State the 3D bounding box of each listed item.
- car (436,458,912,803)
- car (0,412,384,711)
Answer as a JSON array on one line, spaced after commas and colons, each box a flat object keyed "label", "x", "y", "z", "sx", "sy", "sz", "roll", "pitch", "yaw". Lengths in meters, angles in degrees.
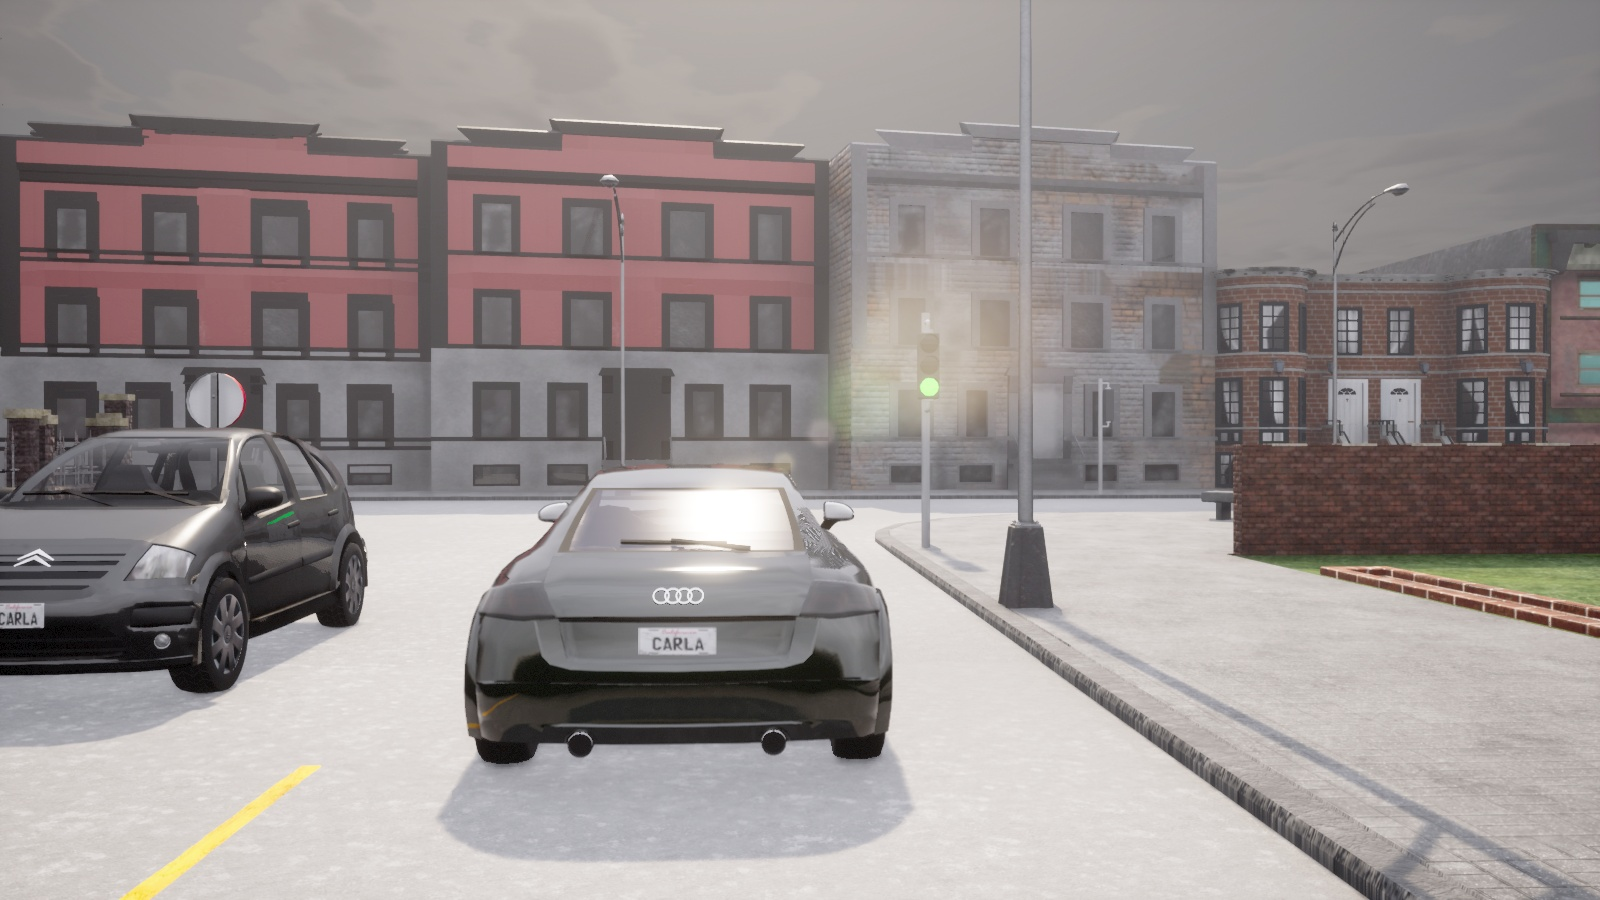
[{"label": "car", "x": -0.614, "y": 0.769, "z": 7.370, "sx": 1.994, "sy": 1.385, "sz": 4.181, "roll": 0, "pitch": 0, "yaw": -3}, {"label": "car", "x": -4.377, "y": 0.591, "z": 8.792, "sx": 1.851, "sy": 1.617, "sz": 3.988, "roll": 0, "pitch": 0, "yaw": -4}]
